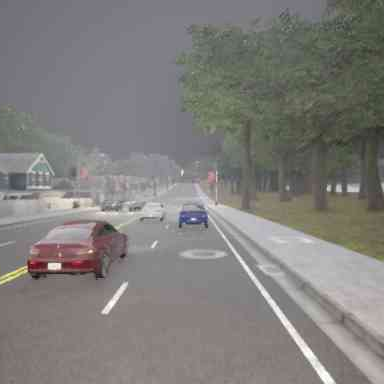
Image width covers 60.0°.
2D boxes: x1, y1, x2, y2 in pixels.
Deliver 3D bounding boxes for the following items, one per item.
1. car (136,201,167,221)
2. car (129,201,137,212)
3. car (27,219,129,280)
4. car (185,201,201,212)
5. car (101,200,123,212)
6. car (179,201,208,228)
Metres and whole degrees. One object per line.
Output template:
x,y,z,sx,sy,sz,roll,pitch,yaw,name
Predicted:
-3.156,1.600,27.684,1.812,1.442,4.674,0,0,0,car
-6.513,1.755,41.184,1.994,1.385,4.181,0,0,0,car
-3.150,1.543,9.922,1.812,1.442,4.674,0,0,0,car
0.087,1.775,42.037,1.895,1.301,4.718,0,0,0,car
-9.764,1.736,40.962,1.994,1.385,4.181,0,-1,0,car
0.094,1.531,22.935,1.882,1.535,5.008,0,0,0,car
